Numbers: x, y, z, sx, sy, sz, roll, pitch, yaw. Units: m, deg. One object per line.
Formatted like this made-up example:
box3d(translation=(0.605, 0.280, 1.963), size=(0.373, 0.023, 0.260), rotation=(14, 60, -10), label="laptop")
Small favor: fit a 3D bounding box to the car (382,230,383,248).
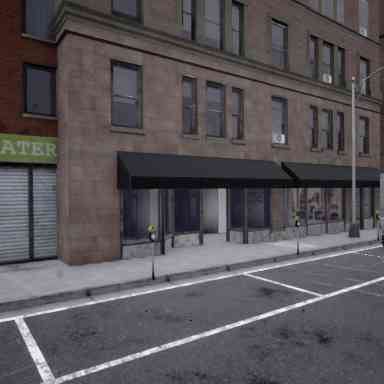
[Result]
box3d(translation=(9.199, 1.540, 13.104), size=(4.507, 1.381, 1.887), rotation=(0, -1, -35), label="car")
